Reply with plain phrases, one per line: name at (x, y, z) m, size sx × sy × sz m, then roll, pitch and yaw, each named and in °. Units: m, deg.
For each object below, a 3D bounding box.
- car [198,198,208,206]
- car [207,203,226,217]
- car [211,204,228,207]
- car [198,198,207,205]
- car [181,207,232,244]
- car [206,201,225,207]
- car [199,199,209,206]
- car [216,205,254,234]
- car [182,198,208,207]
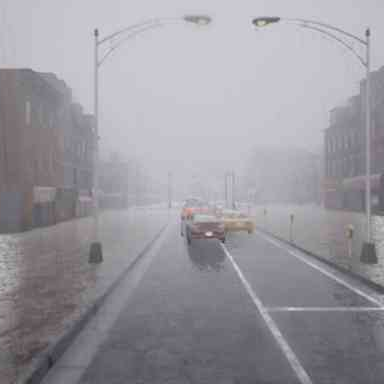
car at (2.682, 2.301, 79.427) m, size 2.192 × 1.841 × 5.009 m, roll -1°, pitch -1°, yaw 0°
car at (2.658, 1.974, 36.682) m, size 1.802 × 1.307 × 4.206 m, roll 0°, pitch -1°, yaw 0°
car at (2.651, 1.848, 25.750) m, size 1.802 × 1.307 × 4.206 m, roll 0°, pitch -1°, yaw 0°
car at (2.686, 2.384, 84.829) m, size 2.192 × 1.841 × 5.009 m, roll -1°, pitch -1°, yaw 0°
car at (0.492, 1.696, 16.897) m, size 1.812 × 1.442 × 4.674 m, roll 0°, pitch -1°, yaw -6°
car at (2.654, 1.768, 31.218) m, size 1.967 × 1.590 × 4.097 m, roll 0°, pitch -1°, yaw 0°
car at (2.680, 2.344, 74.024) m, size 1.967 × 1.590 × 4.097 m, roll -1°, pitch -1°, yaw 0°
car at (2.647, 1.733, 20.454) m, size 1.752 × 1.417 × 4.829 m, roll 0°, pitch -1°, yaw 0°
car at (0.107, 1.685, 31.628) m, size 2.097 × 1.767 × 4.553 m, roll 0°, pitch -1°, yaw 0°
